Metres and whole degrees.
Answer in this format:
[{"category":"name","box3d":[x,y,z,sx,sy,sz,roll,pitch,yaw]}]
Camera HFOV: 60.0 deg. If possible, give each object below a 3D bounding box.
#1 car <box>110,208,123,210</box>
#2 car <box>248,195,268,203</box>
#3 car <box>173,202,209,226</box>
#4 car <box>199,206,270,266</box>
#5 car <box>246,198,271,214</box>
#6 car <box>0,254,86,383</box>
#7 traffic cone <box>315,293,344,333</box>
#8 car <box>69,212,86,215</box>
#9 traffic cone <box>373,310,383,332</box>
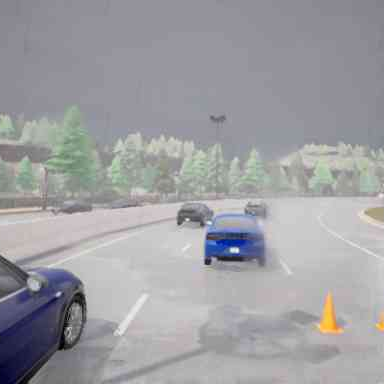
[{"category":"car","box3d":[-7.270,1.454,34.808,1.837,1.490,4.892,0,0,20]},{"category":"car","box3d":[14.039,1.415,70.393,1.882,1.535,5.008,0,0,41]},{"category":"car","box3d":[0.321,1.507,23.383,1.837,1.490,4.892,0,0,15]},{"category":"car","box3d":[1.514,1.488,11.812,1.882,1.535,5.008,0,0,7]},{"category":"car","box3d":[5.766,1.532,29.242,2.128,1.511,4.902,0,0,19]},{"category":"car","box3d":[-2.756,1.333,3.392,2.097,1.767,4.553,0,0,2]},{"category":"traffic cone","box3d":[2.271,1.971,5.506,0.340,0.580,0.340,0,0,-1]},{"category":"car","box3d":[-11.711,1.444,32.679,1.812,1.442,4.674,0,0,18]},{"category":"traffic cone","box3d":[3.271,1.978,5.521,0.340,0.580,0.340,0,0,-1]}]
